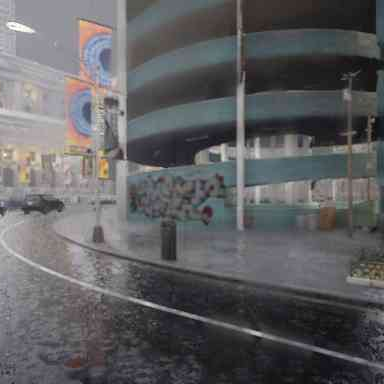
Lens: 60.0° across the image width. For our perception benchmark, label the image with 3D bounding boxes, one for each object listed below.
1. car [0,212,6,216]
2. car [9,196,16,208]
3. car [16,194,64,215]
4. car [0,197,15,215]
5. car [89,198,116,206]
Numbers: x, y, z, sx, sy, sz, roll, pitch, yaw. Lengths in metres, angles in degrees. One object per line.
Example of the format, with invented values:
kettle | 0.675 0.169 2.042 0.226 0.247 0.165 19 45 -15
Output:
car | -8.484 1.511 12.374 1.837 1.490 4.892 -1 0 -38
car | -24.045 1.372 43.952 2.097 1.767 4.553 0 0 16
car | -15.085 1.236 33.945 2.150 2.045 5.566 0 0 2
car | -18.412 1.506 29.989 2.128 1.511 4.902 0 0 -5
car | -14.874 1.622 55.864 1.895 1.301 4.718 0 0 34
